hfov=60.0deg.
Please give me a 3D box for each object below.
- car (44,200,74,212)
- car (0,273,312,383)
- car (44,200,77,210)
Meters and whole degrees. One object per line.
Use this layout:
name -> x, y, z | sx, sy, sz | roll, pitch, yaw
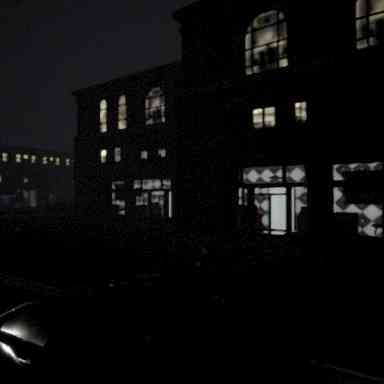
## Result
car -> -17.157, 1.938, 43.937 | 1.887, 1.381, 4.507 | -1, -1, 35
car -> -0.952, 1.585, 3.553 | 4.313, 1.339, 1.947 | 0, 0, 36
car -> -20.977, 2.001, 53.166 | 1.752, 1.417, 4.829 | -1, -1, 35
